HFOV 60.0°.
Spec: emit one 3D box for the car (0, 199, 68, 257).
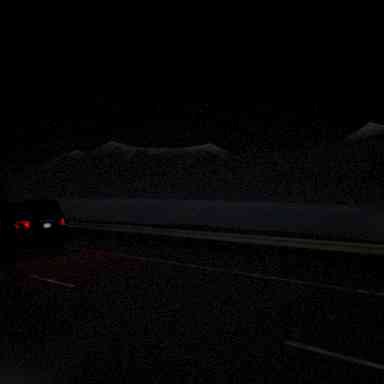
[{"bbox_3d":[-7.409,1.309,13.577,5.566,2.045,2.150,0,0,36],"label":"car"}]
